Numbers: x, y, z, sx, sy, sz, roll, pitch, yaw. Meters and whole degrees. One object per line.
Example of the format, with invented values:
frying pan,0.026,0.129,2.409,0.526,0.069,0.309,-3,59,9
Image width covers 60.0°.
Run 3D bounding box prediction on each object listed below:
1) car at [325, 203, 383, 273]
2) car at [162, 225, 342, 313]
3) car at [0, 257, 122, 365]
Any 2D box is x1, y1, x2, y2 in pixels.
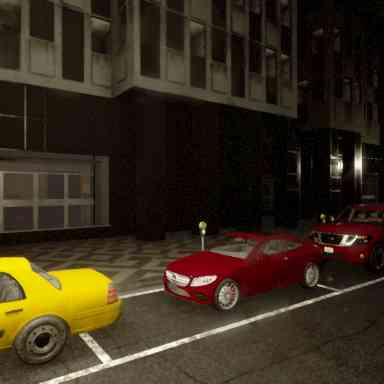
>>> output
car,5.909,1.314,10.847,5.009,1.841,2.192,0,0,-35
car,1.342,1.581,7.601,4.206,1.307,1.802,0,0,-35
car,-3.362,1.525,4.257,4.829,1.417,1.752,0,0,-35
